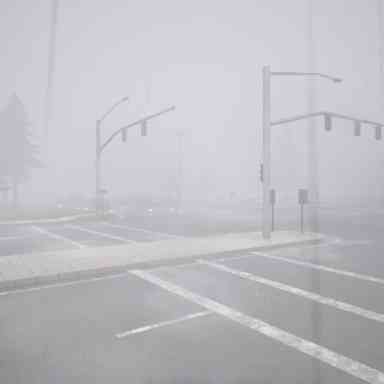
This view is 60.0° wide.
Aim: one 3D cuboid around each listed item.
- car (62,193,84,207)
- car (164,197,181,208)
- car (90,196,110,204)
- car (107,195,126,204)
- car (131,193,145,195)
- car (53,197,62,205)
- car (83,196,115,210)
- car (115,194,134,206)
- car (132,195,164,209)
[{"bbox_3d":[-17.717,1.221,51.024,2.150,2.045,5.566,0,0,-35],"label":"car"},{"bbox_3d":[-3.472,1.505,48.997,1.837,1.490,4.892,0,0,-35],"label":"car"},{"bbox_3d":[-17.346,1.491,62.786,2.128,1.511,4.902,0,0,-35],"label":"car"},{"bbox_3d":[-14.795,1.478,65.274,1.882,1.535,5.008,0,0,-34],"label":"car"},{"bbox_3d":[-9.009,1.222,56.921,2.150,2.045,5.566,0,0,-35],"label":"car"},{"bbox_3d":[-23.411,1.564,59.244,1.994,1.385,4.181,0,0,-34],"label":"car"},{"bbox_3d":[-12.056,1.505,42.947,1.837,1.490,4.892,0,0,-35],"label":"car"},{"bbox_3d":[-11.495,1.505,54.362,1.837,1.490,4.892,0,0,-35],"label":"car"},{"bbox_3d":[-6.255,1.505,46.869,1.837,1.490,4.892,0,0,-35],"label":"car"}]
